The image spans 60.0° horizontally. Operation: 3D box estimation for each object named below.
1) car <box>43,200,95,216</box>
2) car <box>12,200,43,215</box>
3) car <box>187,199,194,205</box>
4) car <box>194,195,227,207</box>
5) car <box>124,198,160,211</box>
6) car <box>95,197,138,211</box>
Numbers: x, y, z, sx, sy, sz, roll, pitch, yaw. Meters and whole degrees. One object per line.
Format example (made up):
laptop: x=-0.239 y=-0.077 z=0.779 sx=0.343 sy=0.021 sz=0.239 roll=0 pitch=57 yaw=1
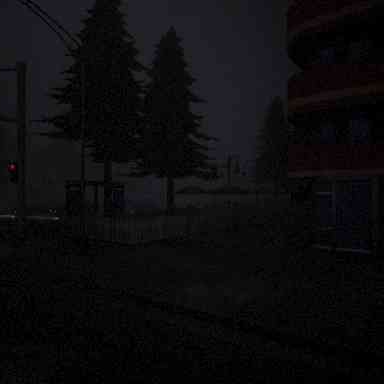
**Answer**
car: x=-11.377 y=1.449 z=32.128 sx=1.837 sy=1.490 sz=4.892 roll=0 pitch=0 yaw=36
car: x=-14.941 y=1.492 z=33.201 sx=2.033 sy=1.411 sz=5.357 roll=0 pitch=0 yaw=36
car: x=1.340 y=1.297 z=52.201 sx=4.553 sy=1.767 sz=2.097 roll=0 pitch=0 yaw=-37
car: x=3.067 y=1.297 z=49.156 sx=4.553 sy=1.767 sz=2.097 roll=0 pitch=0 yaw=-37
car: x=-5.819 y=1.508 z=39.587 sx=1.994 sy=1.385 sz=4.181 roll=0 pitch=0 yaw=38
car: x=-9.179 y=1.436 z=40.970 sx=2.128 sy=1.511 sz=4.902 roll=0 pitch=0 yaw=37
